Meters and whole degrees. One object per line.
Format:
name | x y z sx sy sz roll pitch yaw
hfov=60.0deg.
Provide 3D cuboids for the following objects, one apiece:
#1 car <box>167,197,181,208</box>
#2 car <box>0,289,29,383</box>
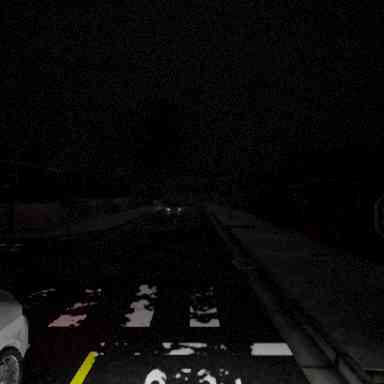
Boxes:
car | -2.701 1.507 49.484 1.882 1.535 5.008 0 0 -2
car | -2.747 1.536 2.006 1.812 1.442 4.674 0 0 0
